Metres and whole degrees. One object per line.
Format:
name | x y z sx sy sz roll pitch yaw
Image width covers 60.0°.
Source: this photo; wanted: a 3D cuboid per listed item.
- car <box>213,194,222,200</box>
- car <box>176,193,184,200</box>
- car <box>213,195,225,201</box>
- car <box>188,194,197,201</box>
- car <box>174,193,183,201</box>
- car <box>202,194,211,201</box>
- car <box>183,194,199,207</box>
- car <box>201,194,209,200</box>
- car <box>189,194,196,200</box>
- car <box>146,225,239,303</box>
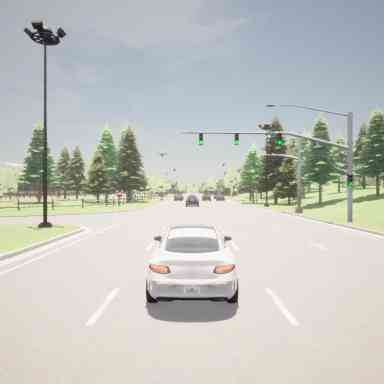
car | 7.106 1.385 92.993 1.994 1.385 4.181 0 0 0
car | -3.394 1.188 92.975 2.097 1.767 4.553 0 0 0
car | 7.094 1.517 82.573 2.128 1.511 4.902 0 0 0
car | 0.095 1.348 82.968 2.097 1.767 4.553 0 0 0
car | -3.405 1.544 82.969 1.994 1.385 4.181 0 0 0
car | 3.595 1.348 82.964 2.097 1.767 4.553 0 0 0
car | 0.059 1.352 51.938 2.097 1.767 4.553 0 0 0
car | 3.606 1.372 92.997 2.033 1.411 5.357 0 0 0
car | 0.106 1.332 93.001 1.837 1.490 4.892 0 0 0
car | 0.015 1.526 8.065 1.812 1.442 4.674 0 0 0
